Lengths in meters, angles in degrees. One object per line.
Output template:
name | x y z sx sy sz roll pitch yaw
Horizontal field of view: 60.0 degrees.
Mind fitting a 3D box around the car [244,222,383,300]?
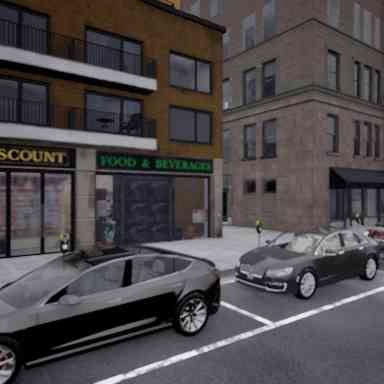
car | 3.016 1.564 8.311 4.403 1.369 2.008 0 0 -35

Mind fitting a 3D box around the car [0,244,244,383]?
car | -1.490 1.569 5.126 4.313 1.339 1.947 0 0 -35
